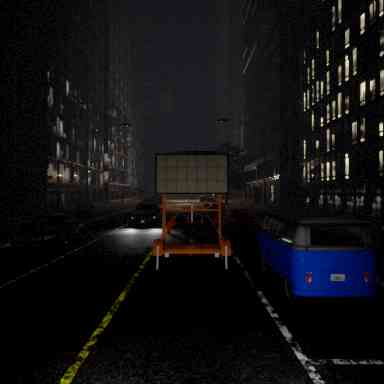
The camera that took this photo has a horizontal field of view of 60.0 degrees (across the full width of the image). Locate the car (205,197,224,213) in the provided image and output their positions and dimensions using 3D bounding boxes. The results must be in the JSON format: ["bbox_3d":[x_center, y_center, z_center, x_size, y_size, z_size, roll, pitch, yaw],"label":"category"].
[{"bbox_3d":[2.687,1.581,36.446,1.802,1.307,4.206,0,0,0],"label":"car"}]

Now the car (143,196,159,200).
[{"bbox_3d":[-5.694,1.548,42.141,2.008,1.369,4.403,0,0,0],"label":"car"}]

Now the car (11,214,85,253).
[{"bbox_3d":[-5.692,1.582,13.678,1.802,1.307,4.206,0,0,0],"label":"car"}]

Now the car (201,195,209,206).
[{"bbox_3d":[2.686,1.544,47.831,2.008,1.369,4.403,0,0,0],"label":"car"}]

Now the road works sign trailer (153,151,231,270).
[{"bbox_3d":[-0.001,0.464,11.003,2.380,3.560,2.880,0,0,0],"label":"road works sign trailer"}]

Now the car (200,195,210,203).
[{"bbox_3d":[2.685,1.401,70.600,1.967,1.590,4.097,0,0,0],"label":"car"}]

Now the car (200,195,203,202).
[{"bbox_3d":[2.686,1.538,53.523,2.008,1.369,4.403,0,0,0],"label":"car"}]

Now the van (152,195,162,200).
[{"bbox_3d":[-5.694,1.328,53.526,1.690,1.788,3.998,0,0,0],"label":"van"}]

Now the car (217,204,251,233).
[{"bbox_3d":[2.688,1.581,19.368,1.802,1.307,4.206,0,0,0],"label":"car"}]

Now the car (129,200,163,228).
[{"bbox_3d":[-3.002,1.525,22.552,1.812,1.442,4.674,0,0,0],"label":"car"}]

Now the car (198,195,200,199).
[{"bbox_3d":[2.685,1.410,64.908,1.967,1.590,4.097,0,0,0],"label":"car"}]

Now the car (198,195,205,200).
[{"bbox_3d":[2.683,1.462,93.371,1.887,1.381,4.507,0,0,0],"label":"car"}]

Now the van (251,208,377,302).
[{"bbox_3d":[2.689,1.341,7.984,1.690,1.788,3.998,0,0,0],"label":"van"}]
